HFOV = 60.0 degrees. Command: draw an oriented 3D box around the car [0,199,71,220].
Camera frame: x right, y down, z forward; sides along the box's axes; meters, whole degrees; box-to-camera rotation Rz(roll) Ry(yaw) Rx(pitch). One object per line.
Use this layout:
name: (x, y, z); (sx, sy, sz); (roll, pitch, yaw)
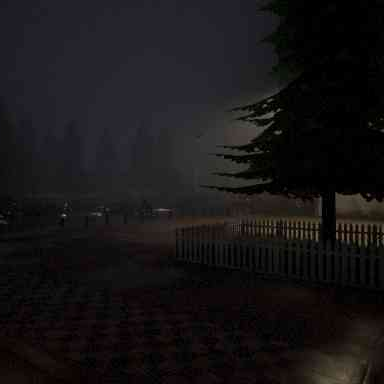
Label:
car: (-13.668, 1.547, 28.831); (2.033, 1.411, 5.357); (0, 0, 35)

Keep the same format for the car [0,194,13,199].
car: (-18.155, 1.222, 28.566); (2.150, 2.045, 5.566); (0, 0, 35)

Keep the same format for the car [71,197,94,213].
car: (-12.554, 1.352, 36.419); (2.097, 1.767, 4.553); (0, 0, 36)

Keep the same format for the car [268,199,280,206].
car: (14.335, 1.547, 55.724); (2.033, 1.411, 5.357); (0, 0, 36)

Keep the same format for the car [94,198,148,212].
car: (-7.822, 1.547, 37.028); (2.033, 1.411, 5.357); (0, 0, 35)

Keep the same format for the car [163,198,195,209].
car: (-1.653, 1.547, 45.656); (2.033, 1.411, 5.357); (0, 0, 36)

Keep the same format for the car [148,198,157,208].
car: (-6.608, 1.526, 44.753); (1.812, 1.442, 4.674); (0, 0, 36)

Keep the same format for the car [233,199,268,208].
car: (8.425, 1.221, 47.423); (2.150, 2.045, 5.566); (0, 0, 36)

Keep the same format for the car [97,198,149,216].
car: (-6.626, 1.564, 32.345); (1.994, 1.385, 4.181); (0, 0, 36)

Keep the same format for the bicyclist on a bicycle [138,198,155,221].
bicyclist on a bicycle: (-3.363, 1.302, 24.363); (1.656, 1.620, 0.582); (0, 0, 35)
